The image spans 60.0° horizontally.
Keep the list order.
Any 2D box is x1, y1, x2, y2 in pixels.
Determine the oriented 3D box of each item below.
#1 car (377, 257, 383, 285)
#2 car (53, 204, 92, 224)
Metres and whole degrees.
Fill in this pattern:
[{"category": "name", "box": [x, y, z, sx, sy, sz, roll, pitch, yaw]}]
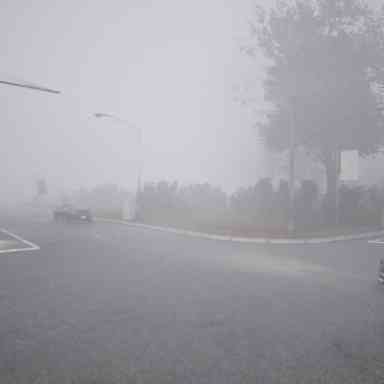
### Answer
[{"category": "car", "box": [6.314, 1.600, 6.352, 2.128, 1.511, 4.902, 1, -1, -39]}, {"category": "car", "box": [-9.233, 1.616, 25.705, 1.812, 1.442, 4.674, 1, -1, -39]}]
